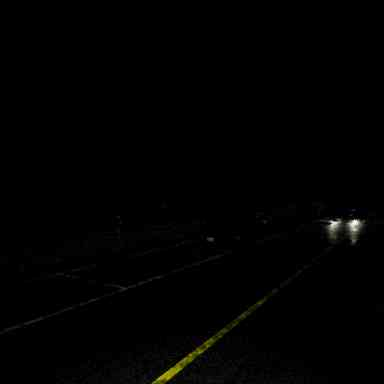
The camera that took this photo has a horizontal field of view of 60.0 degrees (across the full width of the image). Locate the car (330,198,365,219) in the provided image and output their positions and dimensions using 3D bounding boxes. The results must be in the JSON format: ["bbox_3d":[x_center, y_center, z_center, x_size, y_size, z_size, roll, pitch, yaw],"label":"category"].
[{"bbox_3d":[13.630,1.479,29.202,1.882,1.535,5.008,0,0,32],"label":"car"}]

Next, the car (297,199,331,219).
[{"bbox_3d":[10.740,1.583,29.450,1.802,1.307,4.206,0,0,32],"label":"car"}]

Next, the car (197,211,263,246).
[{"bbox_3d":[1.917,1.566,15.417,1.947,1.339,4.313,0,0,32],"label":"car"}]

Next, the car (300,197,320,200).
[{"bbox_3d":[22.584,1.565,62.412,5.357,1.411,2.033,0,0,37],"label":"car"}]

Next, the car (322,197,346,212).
[{"bbox_3d":[16.621,1.442,38.804,1.967,1.590,4.097,0,0,32],"label":"car"}]
